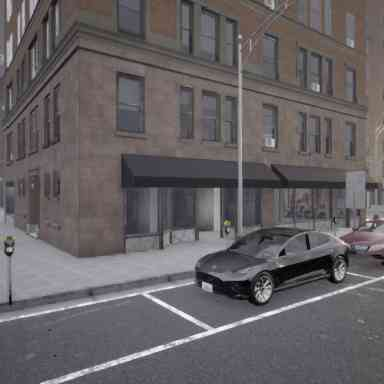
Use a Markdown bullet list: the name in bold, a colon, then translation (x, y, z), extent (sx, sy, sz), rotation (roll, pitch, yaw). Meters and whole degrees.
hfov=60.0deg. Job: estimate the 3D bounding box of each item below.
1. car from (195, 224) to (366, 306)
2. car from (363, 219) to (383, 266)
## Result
- **car**: translation (2.077, 1.566, 8.049), extent (4.313, 1.339, 1.947), rotation (0, 0, -36)
- **car**: translation (6.540, 1.582, 11.267), extent (4.206, 1.307, 1.802), rotation (0, 0, -36)
